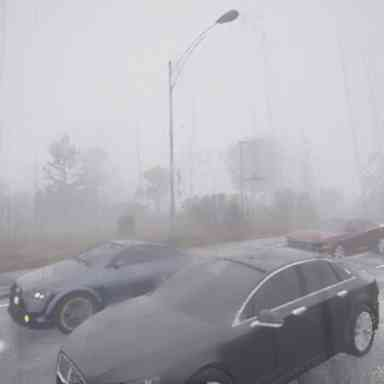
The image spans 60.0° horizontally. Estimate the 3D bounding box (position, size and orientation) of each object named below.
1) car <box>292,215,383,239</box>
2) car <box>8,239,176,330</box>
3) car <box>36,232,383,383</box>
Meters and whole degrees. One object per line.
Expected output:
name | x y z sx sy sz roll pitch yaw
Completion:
car | 5.571 1.659 12.636 5.008 1.535 1.882 0 -2 -37
car | -1.563 1.755 7.183 4.181 1.385 1.994 0 -2 -37
car | 0.758 1.599 4.555 4.892 1.490 1.837 0 -1 -37
